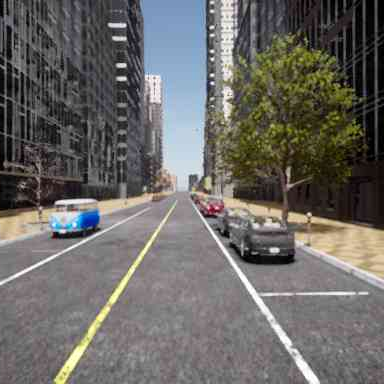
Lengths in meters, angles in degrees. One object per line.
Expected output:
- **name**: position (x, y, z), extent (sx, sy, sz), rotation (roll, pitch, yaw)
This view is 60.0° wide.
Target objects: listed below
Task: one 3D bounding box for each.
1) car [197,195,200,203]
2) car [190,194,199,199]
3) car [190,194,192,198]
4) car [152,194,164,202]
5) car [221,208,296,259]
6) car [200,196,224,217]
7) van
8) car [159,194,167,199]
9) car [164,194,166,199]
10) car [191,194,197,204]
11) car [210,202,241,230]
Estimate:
- **car**: position (1.865, 1.297, 34.914), extent (1.967, 1.590, 4.097), rotation (0, 0, -1)
- **car**: position (0.618, 1.164, 86.130), extent (1.947, 1.339, 4.313), rotation (0, 0, -1)
- **car**: position (0.895, 1.227, 74.750), extent (1.947, 1.339, 4.313), rotation (0, 0, -1)
- **car**: position (-7.344, 1.269, 68.861), extent (1.887, 1.381, 4.507), rotation (0, 0, -1)
- **car**: position (2.421, 1.502, 12.152), extent (2.008, 1.369, 4.403), rotation (0, 0, -1)
- **car**: position (2.004, 1.322, 29.224), extent (1.967, 1.590, 4.097), rotation (0, 0, -1)
- **van**: position (-6.097, 1.302, 17.642), extent (1.690, 1.788, 3.998), rotation (0, 0, -1)
- **car**: position (-7.899, 1.163, 91.625), extent (1.947, 1.339, 4.313), rotation (0, 0, -1)
- **car**: position (-7.483, 1.275, 74.553), extent (1.802, 1.307, 4.206), rotation (0, 0, -1)
- **car**: position (1.311, 1.296, 57.678), extent (1.887, 1.381, 4.507), rotation (0, 0, -1)
- **car**: position (2.282, 1.480, 17.843), extent (2.008, 1.369, 4.403), rotation (0, 0, -1)
